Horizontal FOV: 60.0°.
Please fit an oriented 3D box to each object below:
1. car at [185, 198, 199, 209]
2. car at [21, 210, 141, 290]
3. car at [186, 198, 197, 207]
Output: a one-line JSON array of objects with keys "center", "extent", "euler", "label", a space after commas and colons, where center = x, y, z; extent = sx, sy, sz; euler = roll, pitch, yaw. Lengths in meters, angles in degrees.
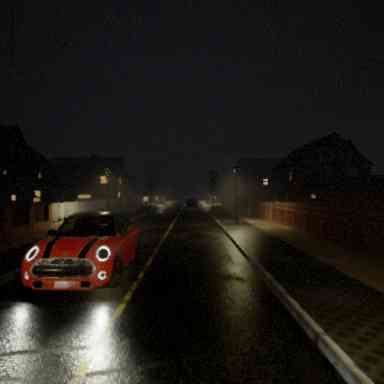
[{"center": [-0.047, 1.690, 47.026], "extent": [2.033, 1.411, 5.357], "euler": [0, 0, 0], "label": "car"}, {"center": [-2.761, 1.370, 9.267], "extent": [2.097, 1.767, 4.553], "euler": [0, 0, 0], "label": "car"}, {"center": [-0.059, 1.717, 57.447], "extent": [1.812, 1.442, 4.674], "euler": [0, 0, 0], "label": "car"}]
